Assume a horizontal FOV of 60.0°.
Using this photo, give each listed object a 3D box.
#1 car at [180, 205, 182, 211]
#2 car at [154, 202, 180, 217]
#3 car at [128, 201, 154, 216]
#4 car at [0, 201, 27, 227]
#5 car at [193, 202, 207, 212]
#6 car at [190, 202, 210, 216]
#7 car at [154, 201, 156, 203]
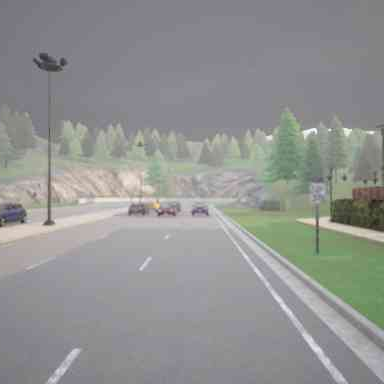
[{"bbox_3d":[-2.482,2.073,46.788,2.033,1.411,5.357,0,-1,1],"label":"car"},{"bbox_3d":[-2.663,2.012,36.570,1.895,1.301,4.718,0,-1,2],"label":"car"},{"bbox_3d":[-6.113,1.923,38.566,2.128,1.511,4.902,0,-1,1],"label":"car"},{"bbox_3d":[-14.565,1.630,25.339,2.097,1.767,4.553,0,-1,1],"label":"car"},{"bbox_3d":[1.127,2.146,48.307,1.895,1.301,4.718,0,-1,1],"label":"car"},{"bbox_3d":[0.902,1.955,38.010,1.812,1.442,4.674,0,-1,1],"label":"car"},{"bbox_3d":[-5.923,2.025,48.856,1.882,1.535,5.008,0,-1,2],"label":"car"}]
